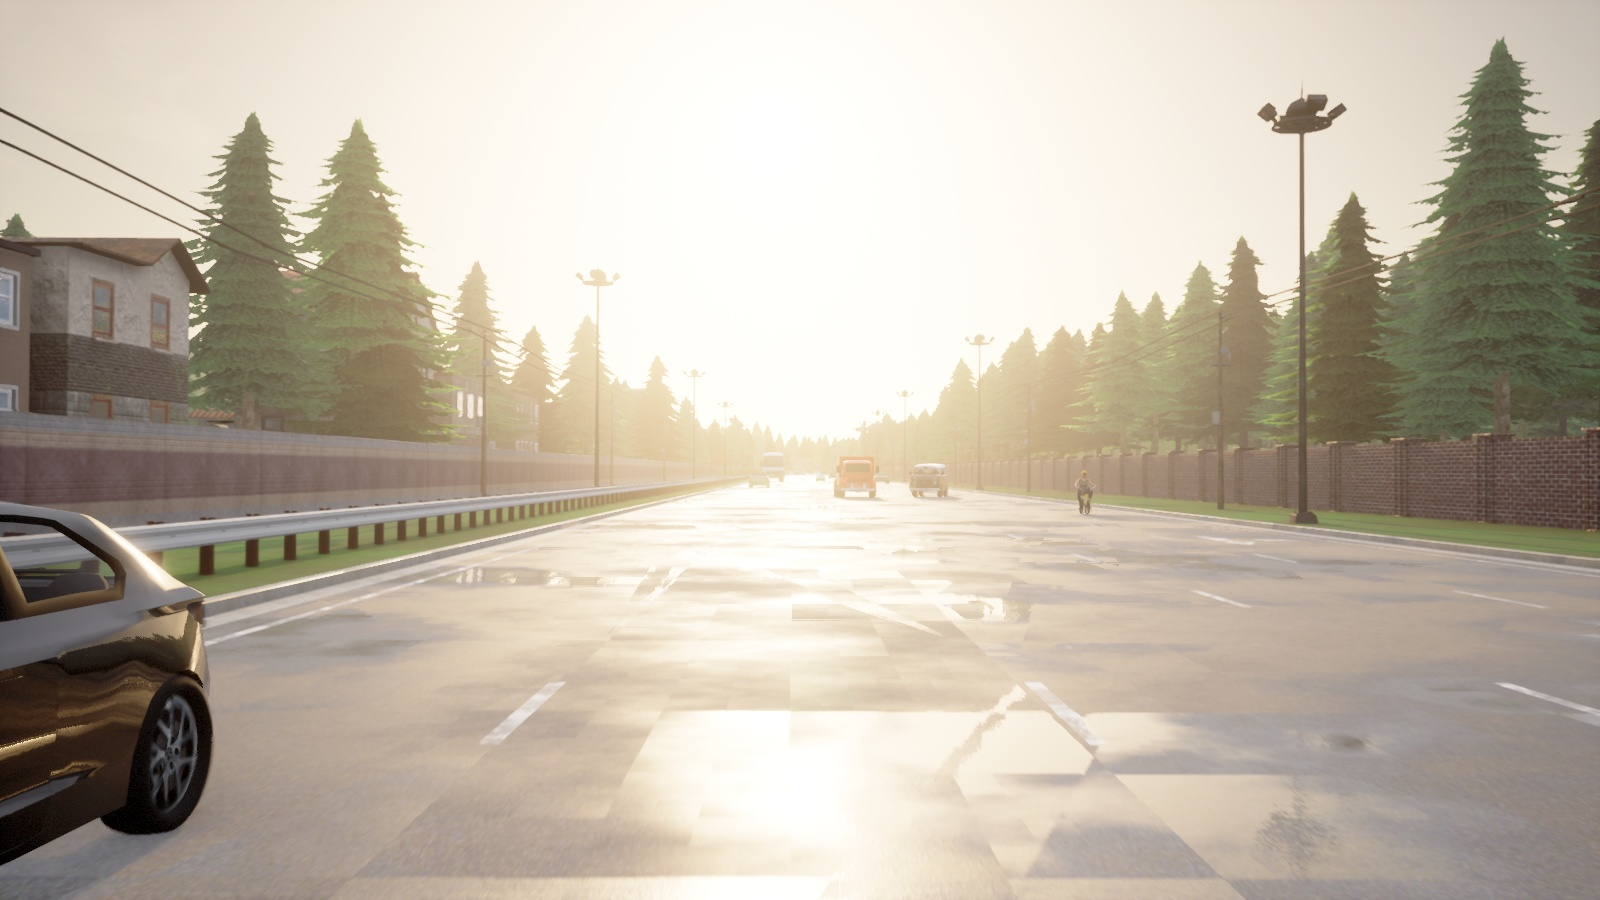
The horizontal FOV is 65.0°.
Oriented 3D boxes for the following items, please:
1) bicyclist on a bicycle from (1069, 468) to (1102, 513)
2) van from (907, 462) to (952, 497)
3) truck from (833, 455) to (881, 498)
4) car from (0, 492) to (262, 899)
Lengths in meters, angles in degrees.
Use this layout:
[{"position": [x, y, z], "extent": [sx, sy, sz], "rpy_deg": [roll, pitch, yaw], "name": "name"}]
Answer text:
[{"position": [10.407, 1.475, 45.873], "extent": [0.866, 1.612, 1.509], "rpy_deg": [0, -1, 0], "name": "bicyclist on a bicycle"}, {"position": [7.834, 1.770, 75.819], "extent": [2.069, 2.038, 4.480], "rpy_deg": [0, -1, 14], "name": "van"}, {"position": [3.340, 1.561, 74.914], "extent": [2.627, 2.467, 5.204], "rpy_deg": [0, -1, 0], "name": "truck"}, {"position": [-3.509, 0.908, 3.987], "extent": [1.816, 1.474, 4.193], "rpy_deg": [0, -1, 0], "name": "car"}]
